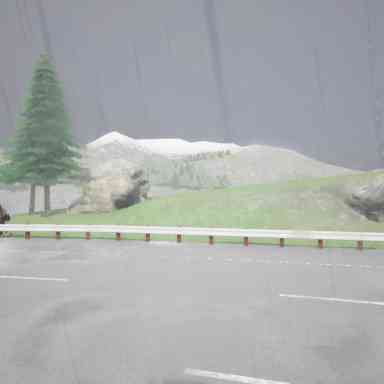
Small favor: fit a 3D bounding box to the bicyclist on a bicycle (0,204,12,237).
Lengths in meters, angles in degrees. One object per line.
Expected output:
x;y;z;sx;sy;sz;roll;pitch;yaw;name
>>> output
-9.211;1.437;16.086;0.582;1.620;1.656;0;-5;5;bicyclist on a bicycle
